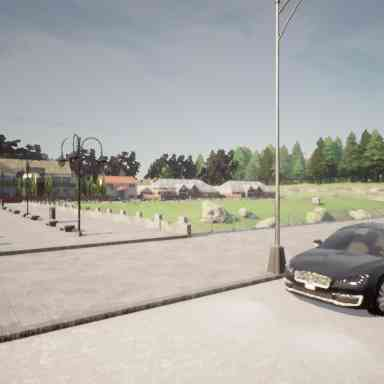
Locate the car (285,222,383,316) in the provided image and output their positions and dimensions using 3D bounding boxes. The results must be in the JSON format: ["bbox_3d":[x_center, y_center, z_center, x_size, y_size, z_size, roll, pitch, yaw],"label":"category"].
[{"bbox_3d":[4.165,1.505,7.597,4.892,1.490,1.837,0,0,-36],"label":"car"}]
